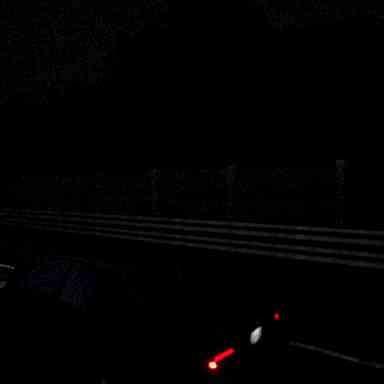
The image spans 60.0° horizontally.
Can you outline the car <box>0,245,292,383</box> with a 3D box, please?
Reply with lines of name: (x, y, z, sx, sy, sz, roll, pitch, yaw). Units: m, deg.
car: (-1.365, 1.548, 4.959, 5.357, 1.411, 2.033, 0, 0, 36)
